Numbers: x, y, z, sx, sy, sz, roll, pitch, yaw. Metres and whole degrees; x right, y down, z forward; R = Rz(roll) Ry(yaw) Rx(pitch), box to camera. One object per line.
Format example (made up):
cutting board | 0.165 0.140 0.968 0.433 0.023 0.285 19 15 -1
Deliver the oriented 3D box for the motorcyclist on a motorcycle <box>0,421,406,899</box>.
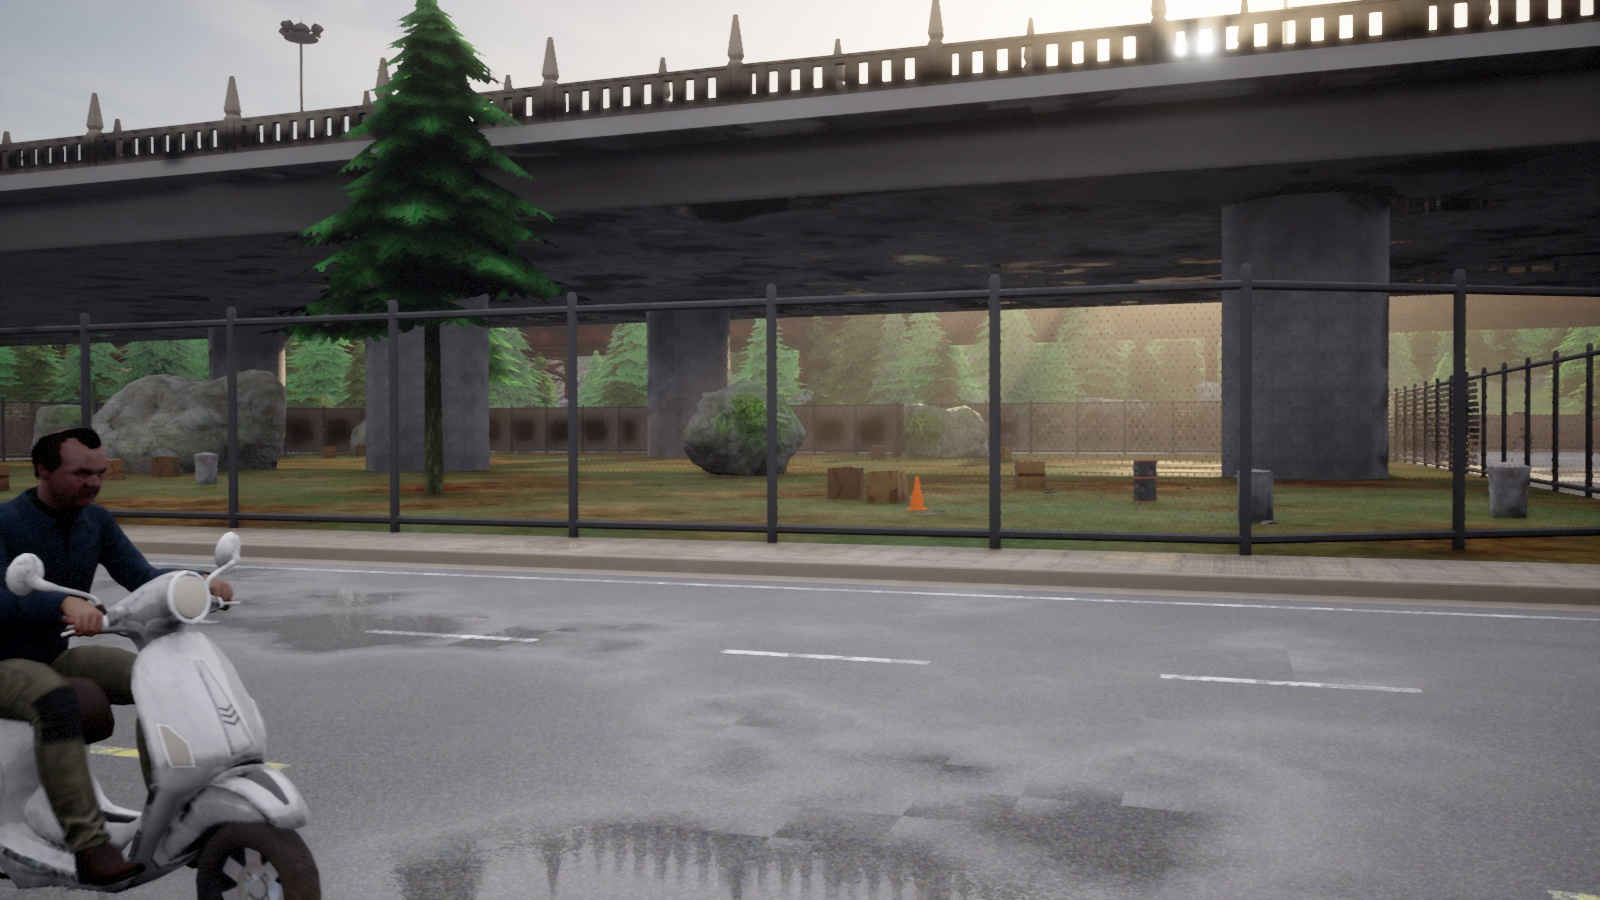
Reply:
motorcyclist on a motorcycle | -2.283 0.707 3.960 1.817 1.590 0.866 1 1 19
